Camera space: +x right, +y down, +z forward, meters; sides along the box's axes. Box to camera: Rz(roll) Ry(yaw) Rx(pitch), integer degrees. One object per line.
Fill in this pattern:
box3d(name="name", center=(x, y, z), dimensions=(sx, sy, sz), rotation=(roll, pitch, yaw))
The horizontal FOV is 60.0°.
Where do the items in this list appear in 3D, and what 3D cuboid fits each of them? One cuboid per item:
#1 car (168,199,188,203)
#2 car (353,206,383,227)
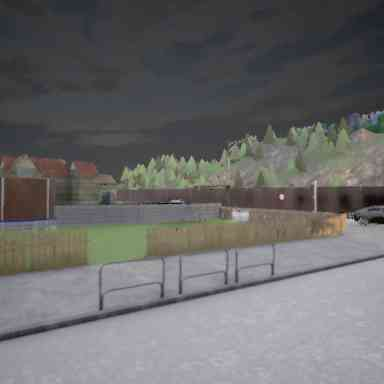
box3d(name="car", center=(-1.624, 1.738, 44.482), dimensions=(1.812, 1.442, 4.674), rotation=(1, 0, -36))
box3d(name="car", center=(13.724, 1.716, 23.003), dimensions=(2.128, 1.511, 4.902), rotation=(1, 0, -36))
